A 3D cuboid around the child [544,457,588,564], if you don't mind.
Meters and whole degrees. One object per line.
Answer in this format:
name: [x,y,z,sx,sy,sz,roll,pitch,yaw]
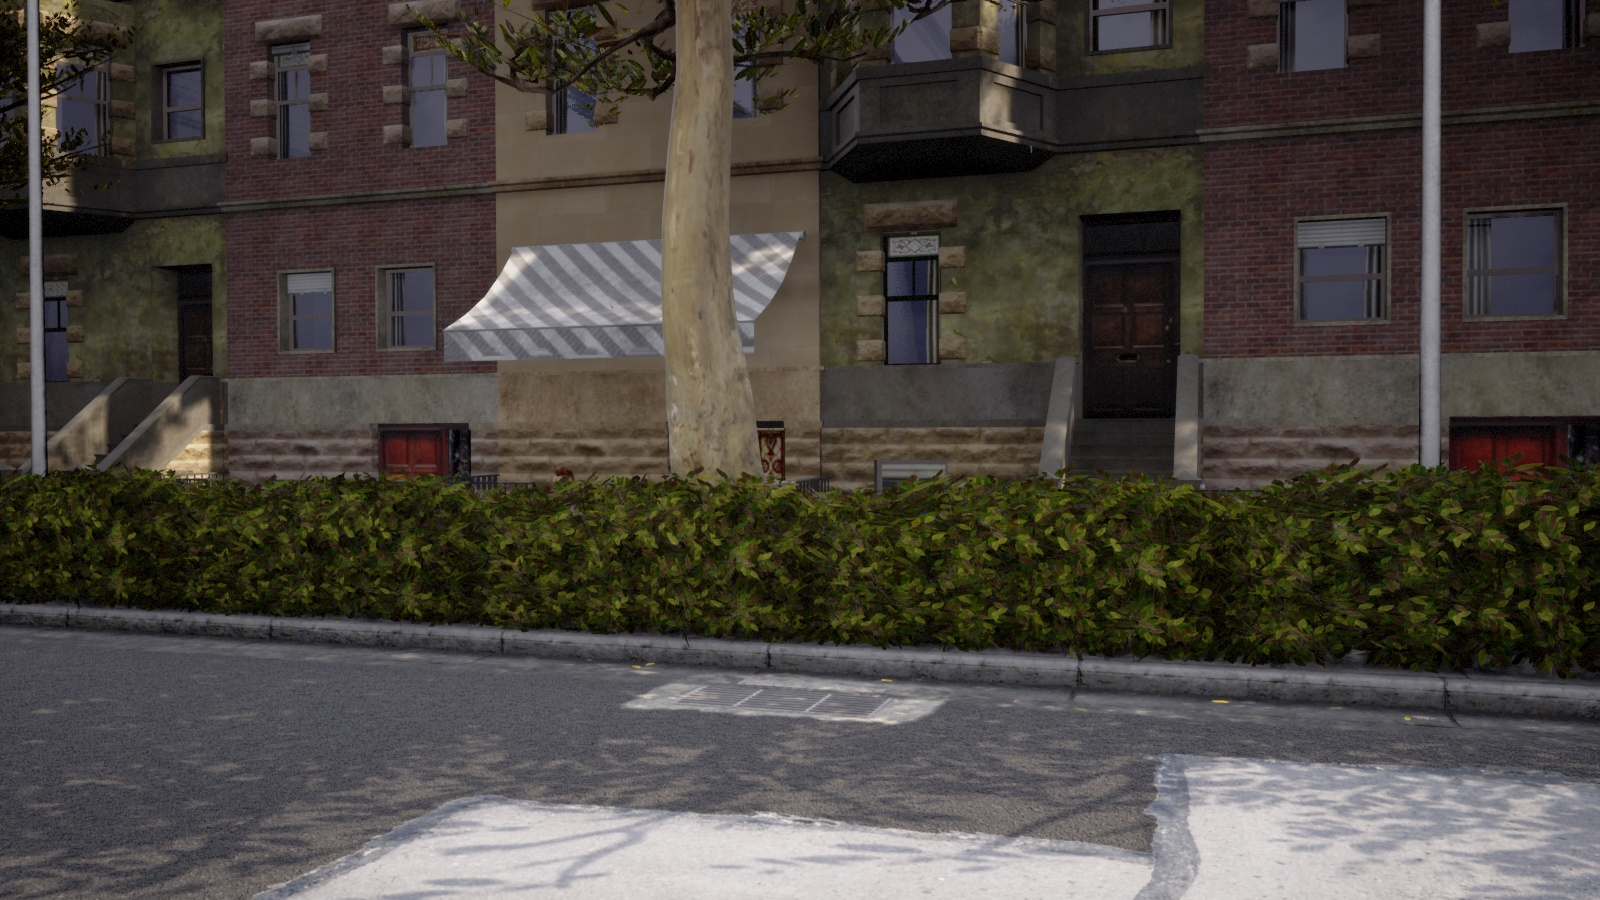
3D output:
child: [-2.501,0.639,13.418,0.394,1.110,0.255,1,1,21]
